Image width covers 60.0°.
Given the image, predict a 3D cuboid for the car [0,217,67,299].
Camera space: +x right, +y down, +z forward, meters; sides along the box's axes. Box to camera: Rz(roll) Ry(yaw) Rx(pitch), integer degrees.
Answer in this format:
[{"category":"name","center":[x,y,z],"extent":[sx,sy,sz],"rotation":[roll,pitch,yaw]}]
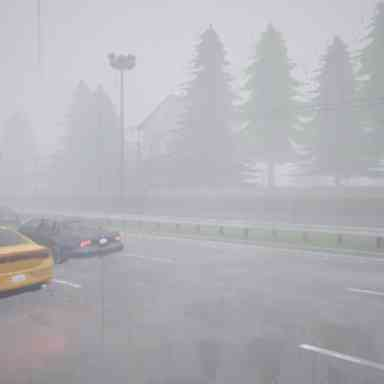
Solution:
[{"category":"car","center":[-5.299,1.488,7.766],"extent":[5.008,1.535,1.882],"rotation":[0,0,35]}]

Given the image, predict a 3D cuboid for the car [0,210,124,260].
[{"category":"car","center":[-4.771,1.561,11.687],"extent":[5.357,1.411,2.033],"rotation":[0,0,35]}]

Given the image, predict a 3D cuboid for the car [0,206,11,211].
[{"category":"car","center":[-13.175,1.593,21.976],"extent":[4.181,1.385,1.994],"rotation":[0,0,35]}]
